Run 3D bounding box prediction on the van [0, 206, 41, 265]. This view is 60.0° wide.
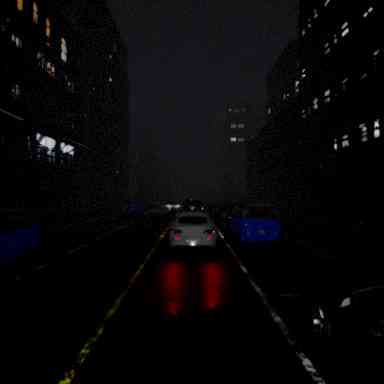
[{"bbox_3d":[-5.682,1.324,9.016,1.690,1.788,3.998,0,0,0],"label":"van"}]

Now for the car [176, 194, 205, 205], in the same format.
[{"bbox_3d":[0.048,1.305,27.836,2.097,1.767,4.553,0,0,1],"label":"car"}]

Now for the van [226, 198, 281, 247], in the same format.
[{"bbox_3d":[2.699,1.314,14.677,1.690,1.788,3.998,0,0,0],"label":"van"}]

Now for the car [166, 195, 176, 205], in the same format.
[{"bbox_3d":[-3.013,1.476,55.877,2.033,1.411,5.357,0,0,0],"label":"car"}]

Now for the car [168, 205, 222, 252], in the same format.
[{"bbox_3d":[0.055,1.500,13.625,1.812,1.442,4.674,0,0,1],"label":"car"}]

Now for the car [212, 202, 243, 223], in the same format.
[{"bbox_3d":[2.699,1.522,26.002,1.947,1.339,4.313,0,0,0],"label":"car"}]

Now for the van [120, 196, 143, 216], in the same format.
[{"bbox_3d":[-5.679,1.291,31.663,1.690,1.788,3.998,0,0,0],"label":"van"}]

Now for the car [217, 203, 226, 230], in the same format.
[{"bbox_3d":[2.699,1.530,20.339,1.947,1.339,4.313,0,0,0],"label":"car"}]

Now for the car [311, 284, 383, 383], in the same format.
[{"bbox_3d":[2.696,1.559,3.352,1.947,1.339,4.313,0,0,0],"label":"car"}]

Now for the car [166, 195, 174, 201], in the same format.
[{"bbox_3d":[-5.673,1.491,86.714,1.947,1.339,4.313,0,0,0],"label":"car"}]
